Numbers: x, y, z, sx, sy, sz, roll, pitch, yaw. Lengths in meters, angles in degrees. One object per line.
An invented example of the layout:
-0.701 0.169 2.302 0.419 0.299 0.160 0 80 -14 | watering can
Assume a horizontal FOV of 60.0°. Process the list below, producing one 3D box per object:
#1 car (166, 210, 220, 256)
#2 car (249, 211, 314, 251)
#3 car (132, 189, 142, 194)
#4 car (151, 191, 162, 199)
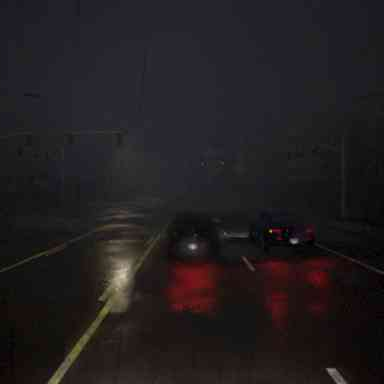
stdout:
0.046 1.484 13.113 1.837 1.490 4.892 0 1 0 | car
3.551 1.502 13.782 1.812 1.442 4.674 0 0 0 | car
-14.033 -0.036 84.677 1.837 1.490 4.892 -1 1 -35 | car
-7.643 0.610 70.614 1.837 1.490 4.892 0 1 -14 | car
